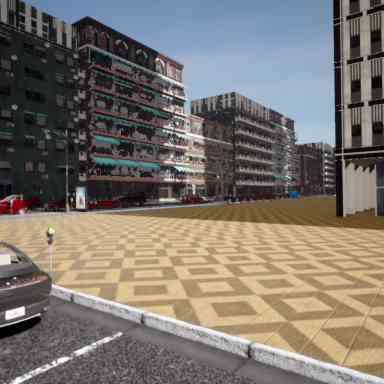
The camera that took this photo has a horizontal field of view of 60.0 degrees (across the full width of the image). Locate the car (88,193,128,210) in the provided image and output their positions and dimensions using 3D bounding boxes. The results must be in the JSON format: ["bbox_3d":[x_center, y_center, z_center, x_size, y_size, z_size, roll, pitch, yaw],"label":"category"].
[{"bbox_3d":[-9.580,1.186,36.894,1.967,1.590,4.097,-1,0,36],"label":"car"}]

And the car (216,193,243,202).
[{"bbox_3d":[6.682,1.093,59.241,2.008,1.369,4.403,-1,0,36],"label":"car"}]

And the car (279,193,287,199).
[{"bbox_3d":[19.691,0.938,77.119,2.008,1.369,4.403,-1,0,36],"label":"car"}]

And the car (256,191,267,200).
[{"bbox_3d":[13.187,1.046,68.180,1.802,1.307,4.206,-1,0,36],"label":"car"}]

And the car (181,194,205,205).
[{"bbox_3d":[0.176,1.062,50.302,1.967,1.590,4.097,-1,0,36],"label":"car"}]

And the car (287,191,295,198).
[{"bbox_3d":[22.944,0.932,81.589,1.802,1.307,4.206,-1,0,36],"label":"car"}]

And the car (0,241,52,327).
[{"bbox_3d":[-4.372,1.553,6.184,4.403,1.369,2.008,0,-1,36],"label":"car"}]

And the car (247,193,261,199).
[{"bbox_3d":[16.169,1.040,86.520,1.947,1.339,4.313,-1,0,36],"label":"car"}]

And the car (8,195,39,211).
[{"bbox_3d":[-19.609,1.228,37.356,2.192,1.841,5.009,-1,0,36],"label":"car"}]

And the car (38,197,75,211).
[{"bbox_3d":[-15.082,1.368,39.183,1.812,1.442,4.674,-1,0,36],"label":"car"}]

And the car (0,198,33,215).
[{"bbox_3d":[-16.083,1.413,27.955,1.802,1.307,4.206,-1,0,36],"label":"car"}]

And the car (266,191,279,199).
[{"bbox_3d":[16.436,0.740,72.649,2.192,1.841,5.009,-1,0,36],"label":"car"}]

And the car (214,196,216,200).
[{"bbox_3d":[6.410,1.029,73.111,1.967,1.590,4.097,-1,0,36],"label":"car"}]

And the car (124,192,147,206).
[{"bbox_3d":[-8.936,0.985,47.628,2.150,2.045,5.566,-1,0,36],"label":"car"}]

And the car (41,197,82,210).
[{"bbox_3d":[-16.354,1.415,41.826,1.887,1.381,4.507,-1,0,36],"label":"car"}]

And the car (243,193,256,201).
[{"bbox_3d":[9.934,1.048,63.711,1.887,1.381,4.507,-1,0,36],"label":"car"}]

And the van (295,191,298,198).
[{"bbox_3d":[26.193,0.654,86.058,1.690,1.788,3.998,-1,0,36],"label":"van"}]
